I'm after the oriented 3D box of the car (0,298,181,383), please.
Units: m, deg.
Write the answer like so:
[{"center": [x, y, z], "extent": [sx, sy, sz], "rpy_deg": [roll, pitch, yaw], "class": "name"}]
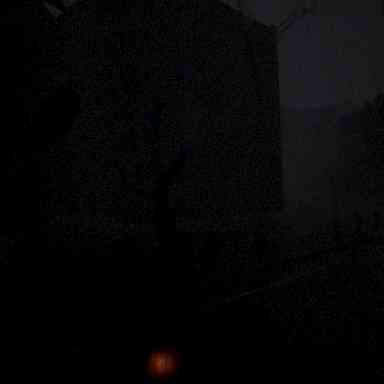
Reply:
[{"center": [-2.659, 1.574, 2.153], "extent": [5.357, 1.411, 2.033], "rpy_deg": [0, 0, -37], "class": "car"}]
